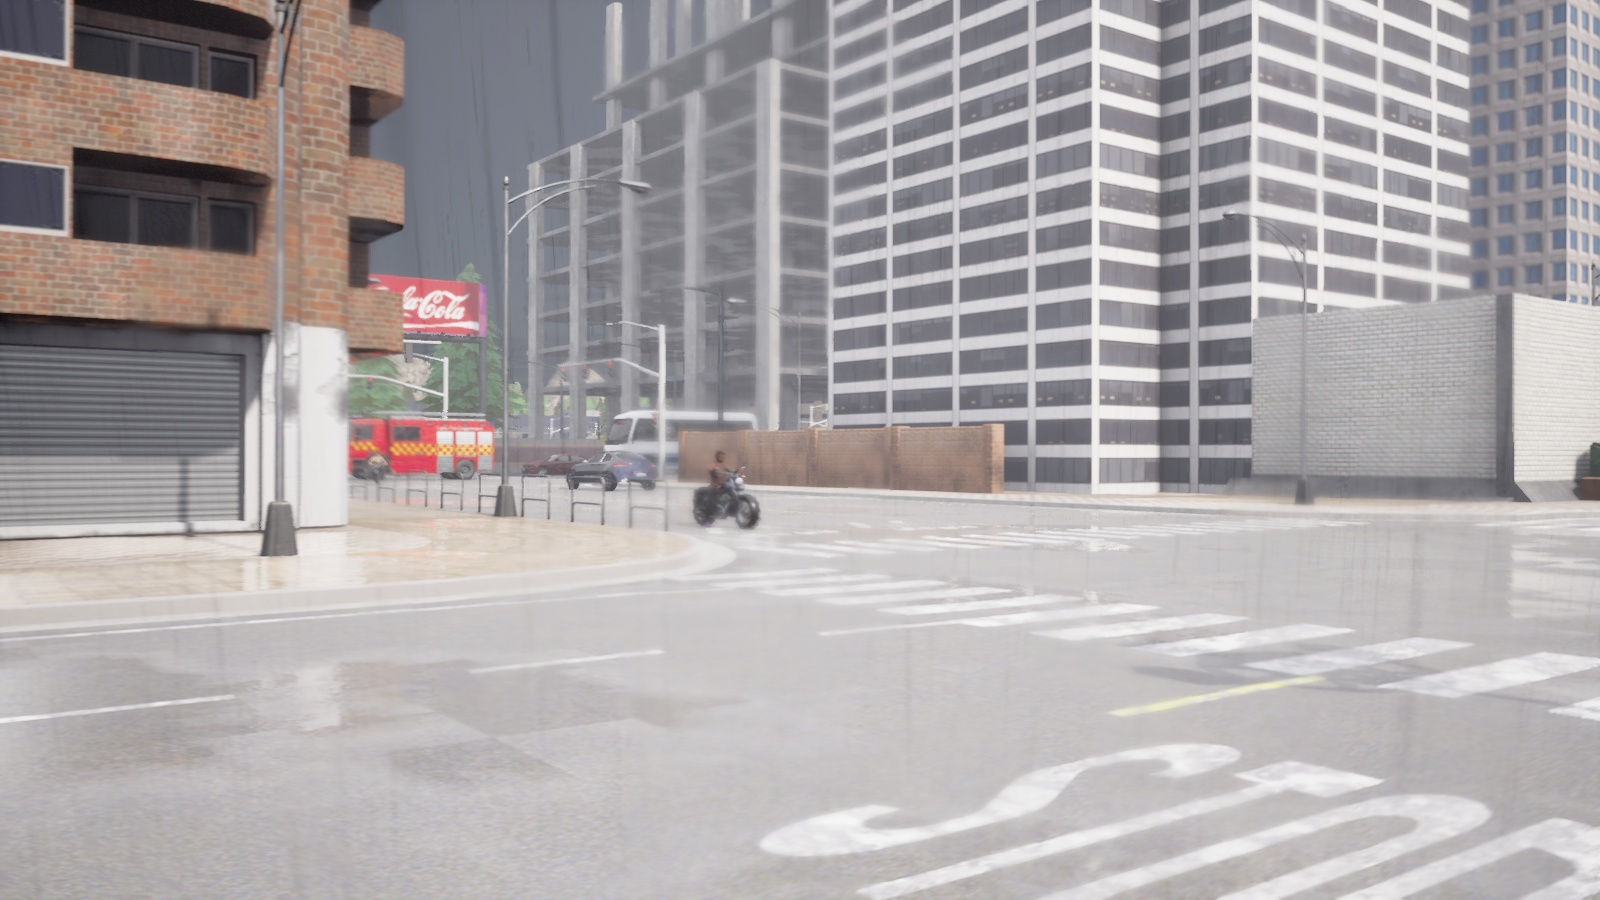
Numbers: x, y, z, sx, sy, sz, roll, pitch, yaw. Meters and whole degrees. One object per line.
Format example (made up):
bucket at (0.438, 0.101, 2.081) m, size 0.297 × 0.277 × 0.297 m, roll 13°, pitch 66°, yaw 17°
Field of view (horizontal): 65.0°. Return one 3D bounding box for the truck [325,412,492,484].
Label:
truck at (-21.933, -0.122, 70.647) m, size 8.468 × 3.827 × 2.891 m, roll 0°, pitch 0°, yaw -36°

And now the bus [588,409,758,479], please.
bus at (-8.043, -0.339, 80.648) m, size 10.273 × 4.253 × 3.944 m, roll 0°, pitch 0°, yaw -36°

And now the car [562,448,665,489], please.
car at (-7.856, 0.739, 52.454) m, size 2.152 × 1.651 × 5.027 m, roll 0°, pitch 0°, yaw -36°

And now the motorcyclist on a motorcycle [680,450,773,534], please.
motorcyclist on a motorcycle at (-1.551, 0.825, 25.958) m, size 0.766 × 1.649 × 2.350 m, roll 0°, pitch 0°, yaw -36°

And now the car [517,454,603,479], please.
car at (-15.232, 1.029, 79.783) m, size 5.008 × 1.535 × 1.882 m, roll 0°, pitch 0°, yaw -36°
